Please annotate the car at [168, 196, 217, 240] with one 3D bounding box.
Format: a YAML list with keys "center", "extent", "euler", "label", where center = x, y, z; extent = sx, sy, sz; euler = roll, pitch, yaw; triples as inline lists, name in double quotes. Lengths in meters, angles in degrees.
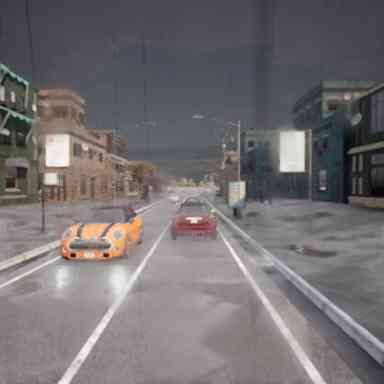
- center: [0.097, 1.284, 16.708]
  extent: [2.097, 1.767, 4.553]
  euler: [0, 0, 0]
  label: "car"

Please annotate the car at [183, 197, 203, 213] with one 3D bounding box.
- center: [0.093, 1.306, 35.362]
  extent: [2.033, 1.411, 5.357]
  euler: [0, 1, 0]
  label: "car"

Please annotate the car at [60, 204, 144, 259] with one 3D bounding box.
- center: [-3.102, 1.312, 12.298]
  extent: [2.097, 1.767, 4.553]
  euler: [0, 0, 0]
  label: "car"

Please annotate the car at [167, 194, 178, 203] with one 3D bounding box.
- center: [-3.058, 1.064, 55.377]
  extent: [1.812, 1.442, 4.674]
  euler: [0, 1, 1]
  label: "car"
